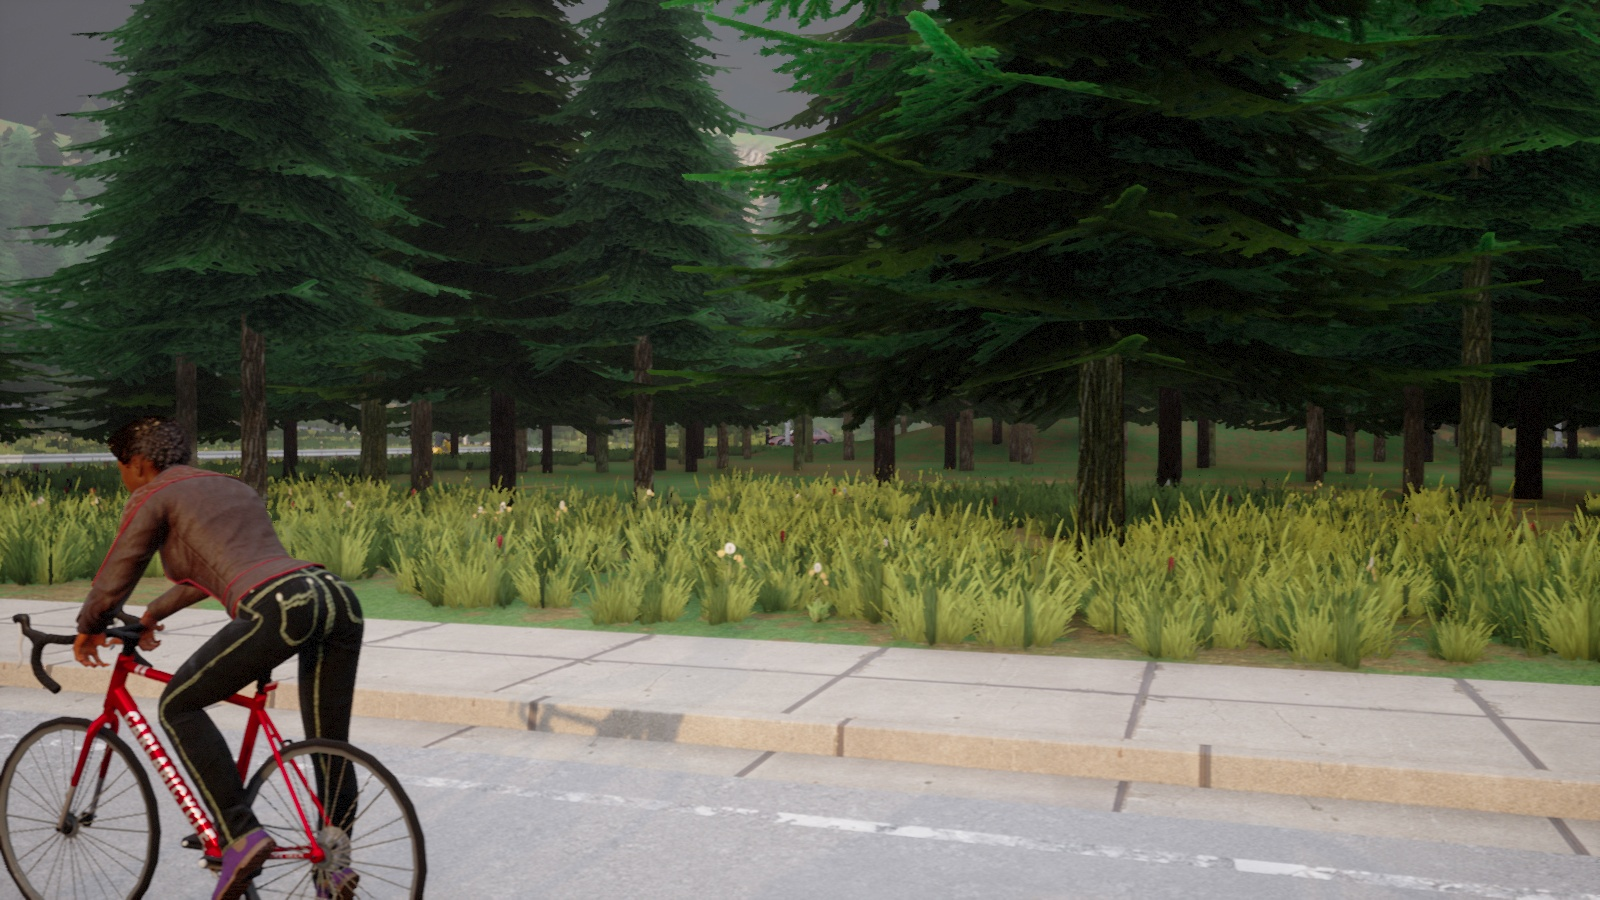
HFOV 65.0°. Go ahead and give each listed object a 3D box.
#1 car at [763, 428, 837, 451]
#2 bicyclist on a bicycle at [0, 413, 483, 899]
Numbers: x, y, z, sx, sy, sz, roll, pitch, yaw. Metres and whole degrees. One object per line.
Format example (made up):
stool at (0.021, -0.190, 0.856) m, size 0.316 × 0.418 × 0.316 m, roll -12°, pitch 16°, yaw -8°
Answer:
car at (-0.019, -0.747, 89.016) m, size 4.856 × 1.649 × 2.033 m, roll 0°, pitch 1°, yaw -19°
bicyclist on a bicycle at (-1.846, 0.705, 3.815) m, size 1.656 × 1.620 × 0.582 m, roll 0°, pitch 1°, yaw 19°
